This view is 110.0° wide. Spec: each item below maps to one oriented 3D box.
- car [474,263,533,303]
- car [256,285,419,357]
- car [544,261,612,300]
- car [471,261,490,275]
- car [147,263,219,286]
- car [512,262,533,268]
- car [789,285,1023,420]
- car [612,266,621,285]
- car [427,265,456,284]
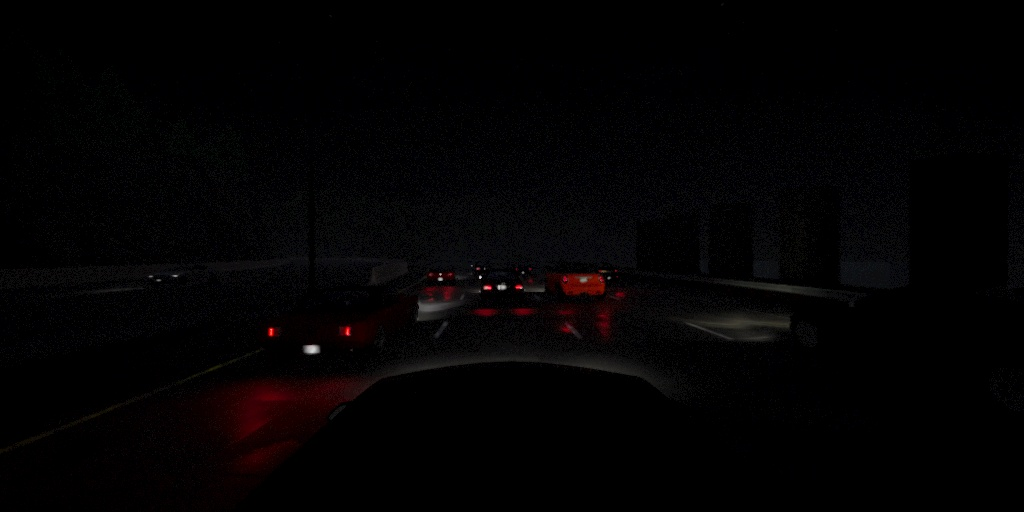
[{"bbox_3d":[-0.513,1.247,16.311,2.033,1.411,5.357,0,0,-4],"label":"car"},{"bbox_3d":[-3.568,1.337,8.480,1.895,1.301,4.718,0,0,-2],"label":"car"},{"bbox_3d":[2.865,1.037,17.255,2.097,1.767,4.553,0,0,-4],"label":"car"},{"bbox_3d":[-2.867,1.187,34.860,2.033,1.411,5.357,0,0,-10],"label":"car"},{"bbox_3d":[-22.678,1.258,25.036,1.812,1.442,4.674,0,0,-7],"label":"car"},{"bbox_3d":[0.646,1.231,34.850,1.895,1.301,4.718,0,0,-10],"label":"car"},{"bbox_3d":[6.995,1.193,5.758,1.882,1.535,5.008,0,0,-1],"label":"car"},{"bbox_3d":[5.699,1.144,24.450,2.128,1.511,4.902,0,0,-7],"label":"car"},{"bbox_3d":[-5.073,1.278,26.244,1.895,1.301,4.718,0,0,-7],"label":"car"}]
